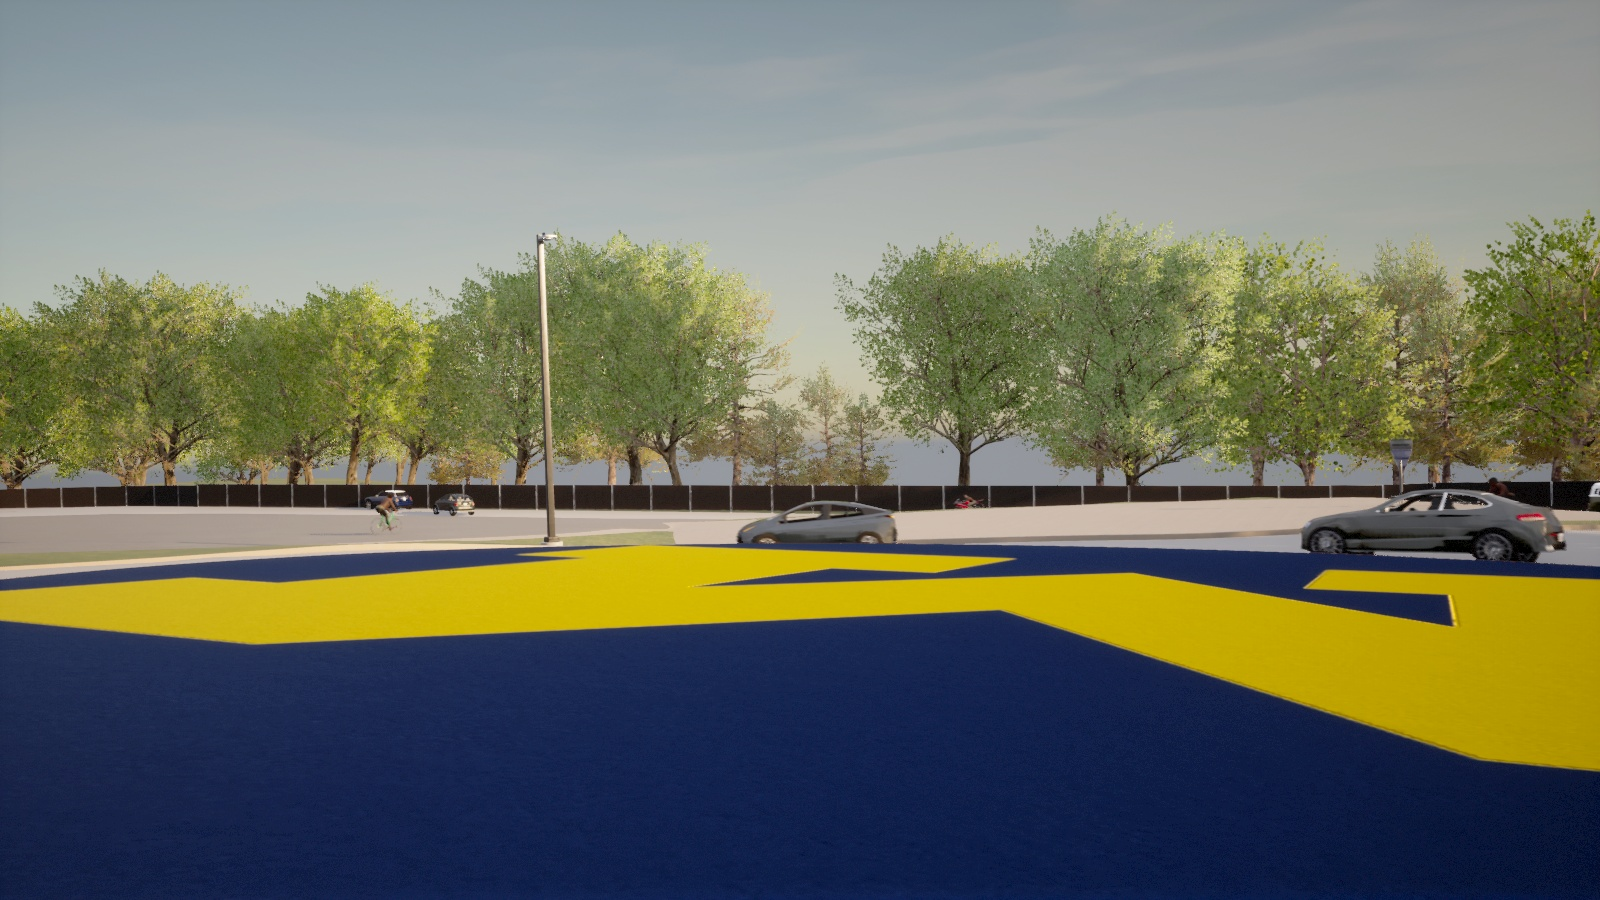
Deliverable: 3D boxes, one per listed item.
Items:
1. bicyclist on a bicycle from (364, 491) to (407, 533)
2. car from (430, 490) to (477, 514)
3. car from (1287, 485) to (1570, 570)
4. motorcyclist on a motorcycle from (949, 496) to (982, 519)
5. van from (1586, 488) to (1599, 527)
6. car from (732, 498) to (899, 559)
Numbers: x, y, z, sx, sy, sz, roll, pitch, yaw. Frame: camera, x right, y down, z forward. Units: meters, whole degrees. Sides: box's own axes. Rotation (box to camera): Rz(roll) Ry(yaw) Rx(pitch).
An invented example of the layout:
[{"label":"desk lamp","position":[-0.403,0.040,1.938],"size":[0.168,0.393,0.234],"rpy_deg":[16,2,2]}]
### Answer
[{"label":"bicyclist on a bicycle","position":[-16.430,2.454,49.862],"size":[0.582,1.620,1.656],"rpy_deg":[-1,-3,27]},{"label":"car","position":[-25.057,3.733,90.679],"size":[1.789,1.549,3.705],"rpy_deg":[-1,1,-43]},{"label":"car","position":[13.355,1.610,26.893],"size":[5.027,1.651,2.152],"rpy_deg":[-1,-4,42]},{"label":"motorcyclist on a motorcycle","position":[11.187,3.869,84.804],"size":[2.191,1.530,0.866],"rpy_deg":[0,1,11]},{"label":"van","position":[45.698,3.148,68.704],"size":[4.480,2.038,2.069],"rpy_deg":[-1,1,31]},{"label":"car","position":[0.396,2.167,35.074],"size":[4.514,1.525,2.007],"rpy_deg":[-1,0,-1]}]
